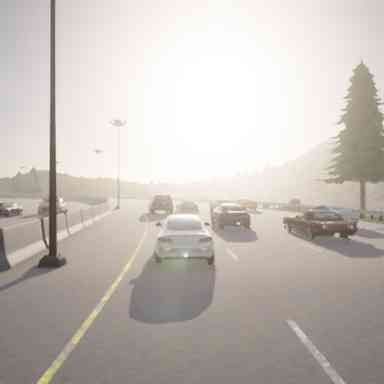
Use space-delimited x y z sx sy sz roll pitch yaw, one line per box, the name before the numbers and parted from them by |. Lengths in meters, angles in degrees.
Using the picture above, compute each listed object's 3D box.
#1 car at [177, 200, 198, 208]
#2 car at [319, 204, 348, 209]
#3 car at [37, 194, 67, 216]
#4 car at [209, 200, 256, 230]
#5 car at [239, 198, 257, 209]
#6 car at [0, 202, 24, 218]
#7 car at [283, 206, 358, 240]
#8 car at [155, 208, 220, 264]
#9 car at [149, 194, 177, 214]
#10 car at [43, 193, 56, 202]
car | -0.603 1.577 39.030 1.994 1.385 4.181 0 0 -13
car | 9.298 1.537 22.568 1.812 1.442 4.674 0 0 -6
car | -13.886 1.357 33.234 2.097 1.767 4.553 0 0 -12
car | 2.388 1.515 21.482 1.837 1.490 4.892 0 0 -6
car | 6.222 1.494 40.585 1.882 1.535 5.008 0 0 -13
car | -16.752 1.603 29.844 1.895 1.301 4.718 0 0 -11
car | 6.341 1.609 17.181 1.895 1.301 4.718 0 0 -5
car | -0.310 1.529 11.736 1.812 1.442 4.674 0 0 -3
car | -3.342 1.233 35.329 2.150 2.045 5.566 0 0 -11
car | -29.345 1.175 68.432 2.097 1.767 4.553 0 0 -26
